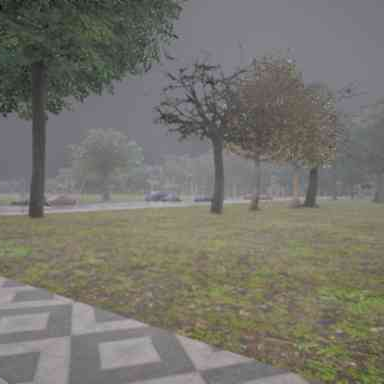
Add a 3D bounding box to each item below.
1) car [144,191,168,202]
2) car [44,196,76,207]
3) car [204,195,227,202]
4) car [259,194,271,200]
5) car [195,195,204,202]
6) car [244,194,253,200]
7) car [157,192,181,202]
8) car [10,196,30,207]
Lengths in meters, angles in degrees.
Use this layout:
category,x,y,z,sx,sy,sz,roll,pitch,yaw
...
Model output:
category,x,y,z,sx,sy,sz,roll,pitch,yaw
car,-6.425,0.834,62.299,2.150,2.045,5.566,0,0,35
car,-16.877,1.144,42.093,1.994,1.385,4.181,0,0,35
car,4.757,1.153,61.048,1.837,1.490,4.892,0,0,35
car,17.268,1.261,78.857,1.994,1.385,4.181,0,0,35
car,2.374,1.206,63.307,1.994,1.385,4.181,0,0,35
car,14.014,1.223,79.886,1.812,1.442,4.674,0,0,35
car,-3.844,1.185,60.326,1.994,1.385,4.181,0,0,36
car,-20.315,1.118,42.868,2.033,1.411,5.357,0,0,35
